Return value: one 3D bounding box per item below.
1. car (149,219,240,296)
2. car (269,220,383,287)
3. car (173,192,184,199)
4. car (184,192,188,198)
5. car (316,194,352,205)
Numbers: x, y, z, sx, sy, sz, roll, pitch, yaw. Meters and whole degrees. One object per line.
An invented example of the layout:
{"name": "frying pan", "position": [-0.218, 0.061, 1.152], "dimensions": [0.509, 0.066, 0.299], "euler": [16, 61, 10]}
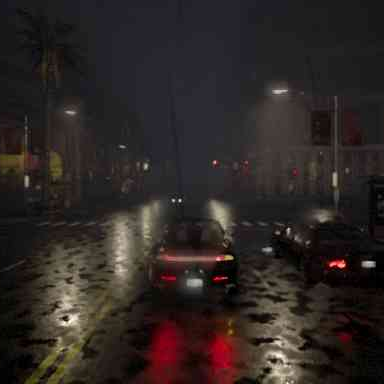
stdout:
{"name": "car", "position": [0.058, 1.427, 8.484], "dimensions": [2.128, 1.511, 4.902], "euler": [0, 0, 0]}
{"name": "car", "position": [3.562, 1.478, 9.187], "dimensions": [2.033, 1.411, 5.357], "euler": [0, 0, 0]}
{"name": "car", "position": [-3.507, 1.017, 77.394], "dimensions": [1.895, 1.301, 4.718], "euler": [0, 0, 0]}
{"name": "car", "position": [-2.392, 0.782, 93.153], "dimensions": [1.882, 1.535, 5.008], "euler": [0, 0, 10]}
{"name": "car", "position": [20.618, 1.116, 48.344], "dimensions": [5.008, 1.535, 1.882], "euler": [0, 0, 0]}
